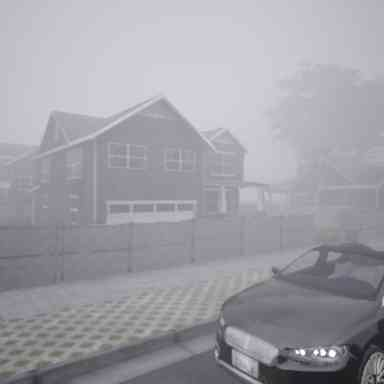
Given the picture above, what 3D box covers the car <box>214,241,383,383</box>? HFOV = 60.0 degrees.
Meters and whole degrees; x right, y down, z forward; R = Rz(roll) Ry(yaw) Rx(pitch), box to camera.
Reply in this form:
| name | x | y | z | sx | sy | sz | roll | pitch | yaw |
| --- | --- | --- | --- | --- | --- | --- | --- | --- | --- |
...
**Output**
| name | x | y | z | sx | sy | sz | roll | pitch | yaw |
| --- | --- | --- | --- | --- | --- | --- | --- | --- | --- |
| car | 2.495 | 1.571 | 5.013 | 4.902 | 1.511 | 2.128 | 1 | -1 | -38 |
